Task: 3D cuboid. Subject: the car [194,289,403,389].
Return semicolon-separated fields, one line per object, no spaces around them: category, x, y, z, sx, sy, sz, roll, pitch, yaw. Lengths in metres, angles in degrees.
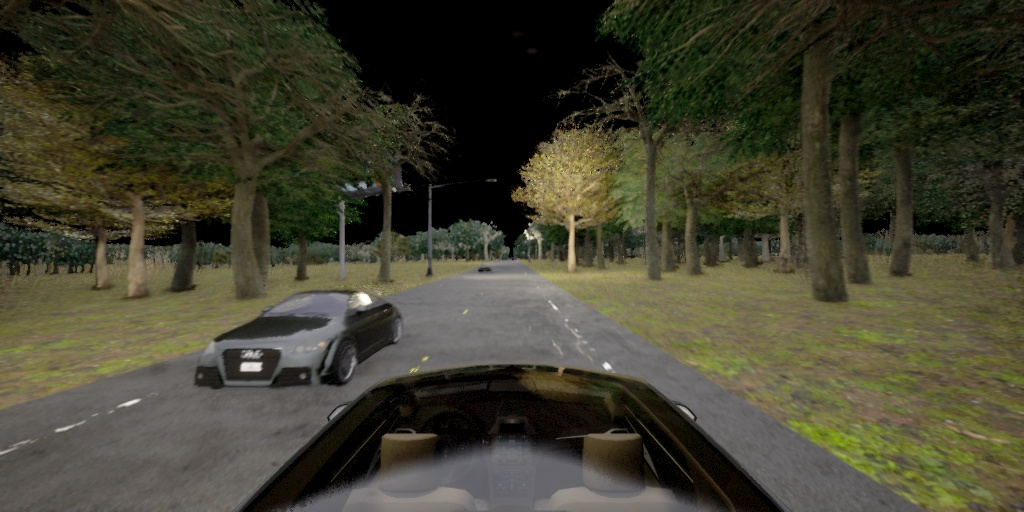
car;-3.597;1.361;6.936;1.994;1.385;4.181;0;-1;0

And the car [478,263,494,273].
car;-3.540;1.647;48.639;1.895;1.301;4.718;0;0;0
